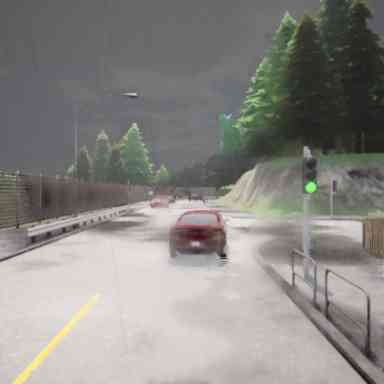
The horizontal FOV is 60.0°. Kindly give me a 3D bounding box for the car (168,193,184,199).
[{"bbox_3d":[-3.448,0.912,73.342,1.895,1.301,4.718,0,0,19],"label":"car"}]

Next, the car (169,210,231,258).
[{"bbox_3d":[0.405,1.425,12.612,1.882,1.535,5.008,0,0,7],"label":"car"}]

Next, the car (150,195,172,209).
[{"bbox_3d":[-4.085,1.179,42.811,2.097,1.767,4.553,0,0,0],"label":"car"}]

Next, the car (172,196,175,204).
[{"bbox_3d":[-4.047,1.289,58.057,1.812,1.442,4.674,0,0,1],"label":"car"}]

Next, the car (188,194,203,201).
[{"bbox_3d":[0.853,1.202,73.240,1.837,1.490,4.892,0,0,26],"label":"car"}]
